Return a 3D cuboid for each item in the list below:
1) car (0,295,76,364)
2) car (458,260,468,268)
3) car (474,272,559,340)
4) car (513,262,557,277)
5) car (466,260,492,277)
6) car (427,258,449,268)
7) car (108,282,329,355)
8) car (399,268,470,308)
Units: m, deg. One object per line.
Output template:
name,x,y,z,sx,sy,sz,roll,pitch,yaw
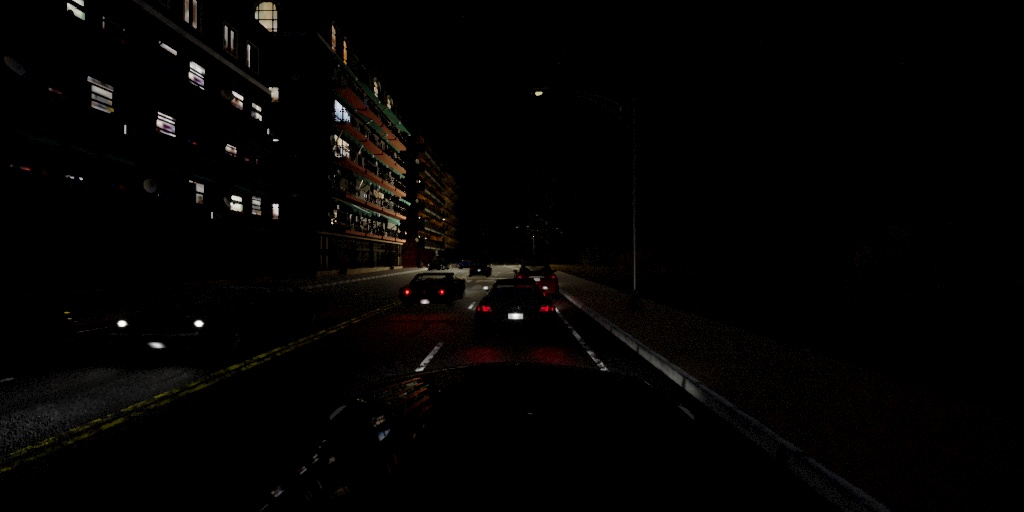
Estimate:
car,-9.851,1.276,5.391,1.812,1.442,4.674,0,0,0
car,-6.578,1.277,51.314,1.812,1.442,4.674,0,0,0
car,0.097,1.315,10.007,1.994,1.385,4.181,0,0,0
car,1.143,1.103,18.587,2.097,1.767,4.553,0,0,0
car,-3.135,1.317,36.265,1.994,1.385,4.181,0,0,0
car,-9.831,1.103,47.858,2.097,1.767,4.553,0,0,0
car,-6.597,1.352,8.869,1.895,1.301,4.718,0,0,0
car,-3.146,1.352,15.207,1.895,1.301,4.718,0,0,0
